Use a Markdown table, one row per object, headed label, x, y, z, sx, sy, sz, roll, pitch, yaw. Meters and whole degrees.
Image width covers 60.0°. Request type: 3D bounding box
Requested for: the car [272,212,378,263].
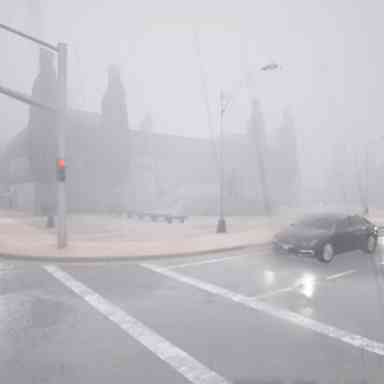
| label | x | y | z | sx | sy | sz | roll | pitch | yaw |
| --- | --- | --- | --- | --- | --- | --- | --- | --- | --- |
| car | 4.953 | 1.524 | 12.132 | 4.892 | 1.490 | 1.837 | 0 | 0 | -37 |
